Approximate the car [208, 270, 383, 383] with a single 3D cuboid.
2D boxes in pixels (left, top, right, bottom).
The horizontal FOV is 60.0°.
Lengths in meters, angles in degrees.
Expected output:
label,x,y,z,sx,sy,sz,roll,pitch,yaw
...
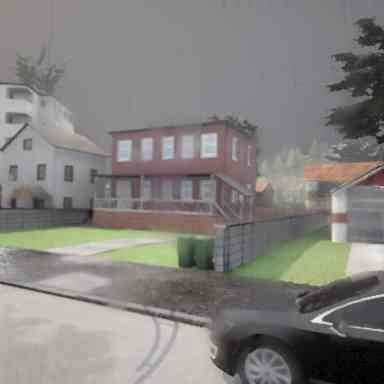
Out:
label,x,y,z,sx,sy,sz,roll,pitch,yaw
car,2.571,1.699,3.873,4.892,1.490,1.837,0,-2,27
